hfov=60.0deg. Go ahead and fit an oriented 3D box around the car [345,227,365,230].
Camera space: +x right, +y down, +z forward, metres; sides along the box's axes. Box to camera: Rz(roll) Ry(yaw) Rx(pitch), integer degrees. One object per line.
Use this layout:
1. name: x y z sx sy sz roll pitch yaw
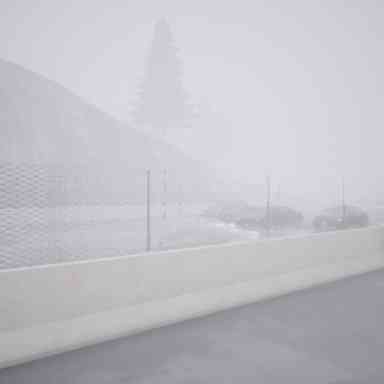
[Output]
1. car: 9.335 1.550 20.647 4.674 1.442 1.812 0 0 -42
